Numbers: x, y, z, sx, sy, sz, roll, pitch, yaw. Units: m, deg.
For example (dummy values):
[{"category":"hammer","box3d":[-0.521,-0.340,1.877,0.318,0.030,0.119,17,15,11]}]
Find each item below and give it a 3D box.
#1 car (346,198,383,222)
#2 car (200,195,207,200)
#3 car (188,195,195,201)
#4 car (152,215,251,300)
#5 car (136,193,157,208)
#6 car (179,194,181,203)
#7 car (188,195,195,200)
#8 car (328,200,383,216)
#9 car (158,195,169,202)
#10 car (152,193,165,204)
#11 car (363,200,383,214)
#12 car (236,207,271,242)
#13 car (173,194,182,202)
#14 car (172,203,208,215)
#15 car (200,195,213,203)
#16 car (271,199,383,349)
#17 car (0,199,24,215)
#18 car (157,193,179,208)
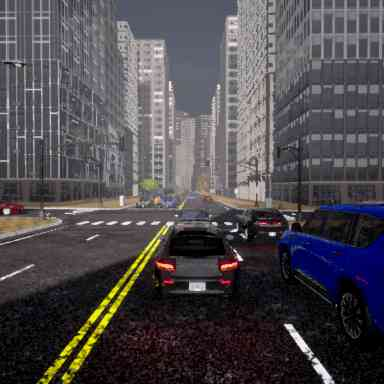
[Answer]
[{"category":"car","box3d":[16.175,1.519,28.364,5.009,1.841,2.192,1,0,1]},{"category":"car","box3d":[3.169,1.434,89.978,1.812,1.442,4.674,0,0,0]},{"category":"car","box3d":[-0.074,1.464,80.776,2.033,1.411,5.357,0,0,0]},{"category":"car","box3d":[0.092,1.522,8.240,1.812,1.442,4.674,0,0,0]},{"category":"car","box3d":[-6.670,1.318,47.803,2.097,1.767,4.553,0,0,1]},{"category":"car","box3d":[-3.386,1.503,57.323,2.033,1.411,5.357,0,0,0]},{"category":"car","box3d":[-0.083,1.461,90.673,1.994,1.385,4.181,0,0,0]},{"category":"car","box3d":[16.886,1.608,34.135,4.902,1.511,2.128,1,1,1]},{"category":"car","box3d":[-6.571,1.471,76.450,2.033,1.411,5.357,0,0,0]},{"category":"car","box3d":[-6.591,1.166,65.970,2.150,2.045,5.566,0,0,1]},{"category":"car","box3d":[21.776,1.643,36.656,4.829,1.417,1.752,1,0,1]},{"category":"car","box3d":[3.336,1.496,16.243,1.837,1.490,4.892,0,0,0]},{"category":"car","box3d":[-3.321,1.285,77.348,2.097,1.767,4.553,0,0,0]},{"category":"car","box3d":[0.086,1.538,17.514,2.033,1.411,5.357,0,0,0]},{"category":"car","box3d":[3.286,1.418,69.657,1.882,1.535,5.008,0,0,0]},{"category":"car","box3d":[3.348,1.218,6.383,2.150,2.045,5.566,0,0,0]},{"category":"car","box3d":[-18.546,1.330,31.481,5.008,1.535,1.882,1,1,1]},{"category":"car","box3d":[-3.389,1.318,47.851,2.097,1.767,4.553,0,0,0]}]
